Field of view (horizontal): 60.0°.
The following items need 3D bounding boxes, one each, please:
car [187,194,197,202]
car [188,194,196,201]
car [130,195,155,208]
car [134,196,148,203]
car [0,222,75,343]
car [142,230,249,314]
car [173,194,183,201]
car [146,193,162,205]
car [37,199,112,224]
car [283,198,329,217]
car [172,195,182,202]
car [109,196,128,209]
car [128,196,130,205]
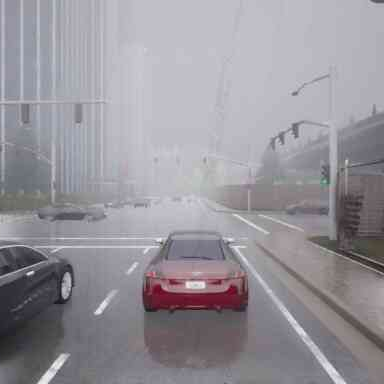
[{"bbox_3d":[-0.018,1.519,74.614,1.812,1.442,4.674,0,0,0],"label":"car"},{"bbox_3d":[-0.021,1.361,84.723,1.837,1.490,4.892,0,0,0],"label":"car"},{"bbox_3d":[-7.100,1.547,48.008,2.033,1.411,5.357,0,0,0],"label":"car"},{"bbox_3d":[-10.517,1.547,68.511,2.033,1.411,5.357,0,0,0],"label":"car"},{"bbox_3d":[-3.443,1.505,5.251,1.837,1.490,4.892,0,0,0],"label":"car"},{"bbox_3d":[0.070,1.564,7.708,1.994,1.385,4.181,0,0,0],"label":"car"},{"bbox_3d":[-3.521,1.386,84.722,2.128,1.511,4.902,0,0,0],"label":"car"},{"bbox_3d":[-7.089,1.221,58.197,2.150,2.045,5.566,0,0,1],"label":"car"},{"bbox_3d":[-8.795,1.520,24.584,4.902,1.511,2.128,0,0,0],"label":"car"},{"bbox_3d":[11.140,1.407,31.833,4.553,1.767,2.097,0,0,0],"label":"car"},{"bbox_3d":[-3.518,1.495,74.298,1.837,1.490,4.892,0,0,0],"label":"car"},{"bbox_3d":[-10.603,1.492,45.382,2.128,1.511,4.902,0,0,0],"label":"car"},{"bbox_3d":[-10.597,1.505,54.626,1.837,1.490,4.892,0,0,0],"label":"car"}]
